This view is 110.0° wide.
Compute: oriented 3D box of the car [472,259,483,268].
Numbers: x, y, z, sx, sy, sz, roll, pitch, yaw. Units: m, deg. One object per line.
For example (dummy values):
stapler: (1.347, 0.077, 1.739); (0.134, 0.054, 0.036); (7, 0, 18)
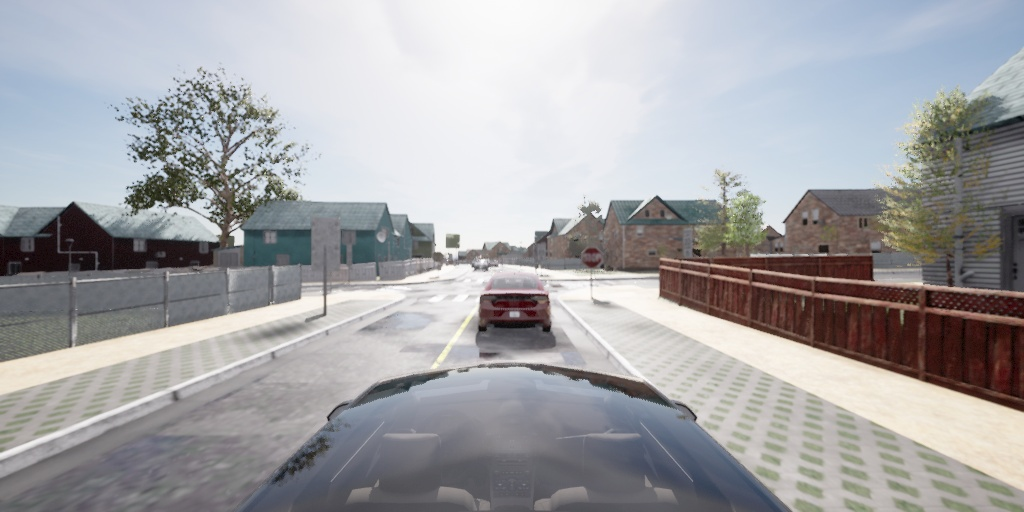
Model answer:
car: (-6.273, 1.336, 64.519); (1.837, 1.490, 4.892); (0, 1, -8)

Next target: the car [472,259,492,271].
car: (-4.138, 1.265, 47.980); (2.128, 1.511, 4.902); (0, 0, -6)

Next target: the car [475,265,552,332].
car: (0.073, 1.206, 10.827); (1.882, 1.535, 5.008); (0, 0, 0)
